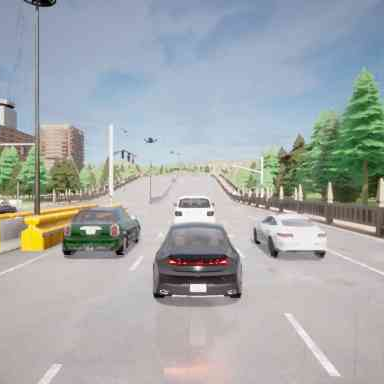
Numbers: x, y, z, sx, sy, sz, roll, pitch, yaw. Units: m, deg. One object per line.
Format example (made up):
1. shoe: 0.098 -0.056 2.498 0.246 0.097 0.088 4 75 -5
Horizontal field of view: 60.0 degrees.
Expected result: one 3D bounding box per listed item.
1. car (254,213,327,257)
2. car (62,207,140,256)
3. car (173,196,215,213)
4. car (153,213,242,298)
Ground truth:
1. car: 3.611 1.526 12.773 1.812 1.442 4.674 0 0 0
2. car: -3.385 1.352 13.240 2.097 1.767 4.553 0 0 0
3. car: 0.122 1.222 18.791 2.150 2.045 5.566 0 0 0
4. car: 0.112 1.505 8.489 1.837 1.490 4.892 0 0 0
